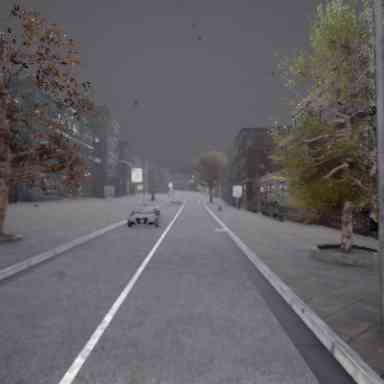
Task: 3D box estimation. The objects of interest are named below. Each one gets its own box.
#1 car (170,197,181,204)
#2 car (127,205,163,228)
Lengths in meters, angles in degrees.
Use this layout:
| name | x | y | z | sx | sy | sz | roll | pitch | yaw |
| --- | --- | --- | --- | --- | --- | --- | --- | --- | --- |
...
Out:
| name | x | y | z | sx | sy | sz | roll | pitch | yaw |
| --- | --- | --- | --- | --- | --- | --- | --- | --- | --- |
| car | -3.113 | 1.663 | 63.578 | 1.895 | 1.301 | 4.718 | 0 | 0 | 0 |
| car | -3.092 | 1.605 | 22.491 | 1.994 | 1.385 | 4.181 | 0 | 0 | 0 |
